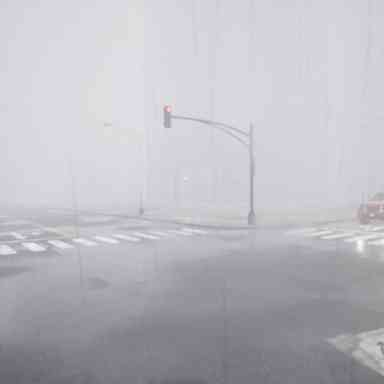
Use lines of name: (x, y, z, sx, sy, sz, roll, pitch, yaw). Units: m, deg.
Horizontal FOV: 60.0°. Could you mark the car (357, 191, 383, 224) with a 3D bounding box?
car: (12.535, 0.923, 20.615, 5.566, 2.045, 2.150, -1, 1, -35)
